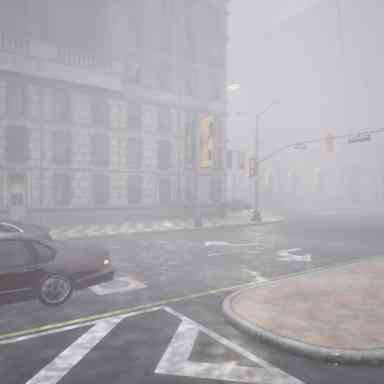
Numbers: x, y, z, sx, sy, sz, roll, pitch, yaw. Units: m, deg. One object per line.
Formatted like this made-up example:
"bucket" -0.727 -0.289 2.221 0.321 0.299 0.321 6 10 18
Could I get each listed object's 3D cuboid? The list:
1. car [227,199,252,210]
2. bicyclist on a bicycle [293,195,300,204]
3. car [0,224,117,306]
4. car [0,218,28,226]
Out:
"car" 5.777 1.564 43.171 1.994 1.385 4.181 0 0 -35
"bicyclist on a bicycle" 17.958 1.300 57.135 1.656 1.620 0.582 0 0 -35
"car" -4.260 1.547 6.498 5.357 1.411 2.033 0 0 -34
"car" -6.449 1.492 9.282 4.902 1.511 2.128 0 0 -37
